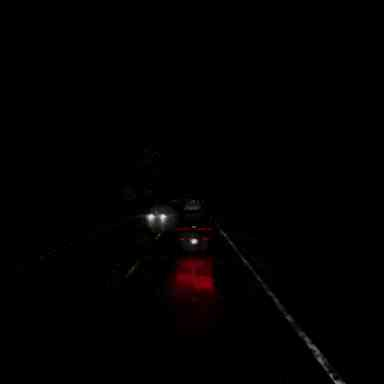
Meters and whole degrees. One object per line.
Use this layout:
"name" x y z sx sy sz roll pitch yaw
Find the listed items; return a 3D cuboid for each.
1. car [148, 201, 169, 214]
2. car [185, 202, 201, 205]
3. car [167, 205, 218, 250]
"car" -3.577 1.637 36.362 2.033 1.411 5.357 0 0 0
"car" 0.081 1.602 30.570 1.812 1.442 4.674 0 0 0
"car" 0.081 1.542 14.473 1.837 1.490 4.892 0 0 0
